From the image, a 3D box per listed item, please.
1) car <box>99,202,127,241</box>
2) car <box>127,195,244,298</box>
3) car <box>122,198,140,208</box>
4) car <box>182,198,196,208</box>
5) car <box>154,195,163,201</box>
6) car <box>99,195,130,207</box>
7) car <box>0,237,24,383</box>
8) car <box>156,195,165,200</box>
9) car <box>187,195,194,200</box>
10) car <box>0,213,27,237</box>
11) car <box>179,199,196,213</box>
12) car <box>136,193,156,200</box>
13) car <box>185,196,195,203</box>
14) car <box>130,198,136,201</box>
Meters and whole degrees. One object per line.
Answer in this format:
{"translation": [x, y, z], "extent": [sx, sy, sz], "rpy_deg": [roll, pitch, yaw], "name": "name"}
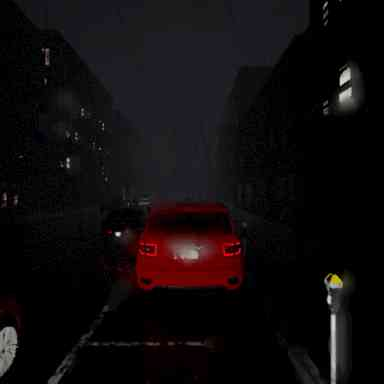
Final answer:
{"translation": [-3.129, 1.508, 16.582], "extent": [1.837, 1.490, 4.892], "rpy_deg": [0, 1, 0], "name": "car"}
{"translation": [-0.038, 1.229, 8.679], "extent": [2.150, 2.045, 5.566], "rpy_deg": [0, 0, 0], "name": "car"}
{"translation": [-8.834, 1.543, 48.430], "extent": [1.887, 1.381, 4.507], "rpy_deg": [0, 0, 0], "name": "car"}
{"translation": [-0.454, 1.543, 48.426], "extent": [1.887, 1.381, 4.507], "rpy_deg": [0, 0, 0], "name": "car"}
{"translation": [-8.834, 1.541, 87.882], "extent": [2.008, 1.369, 4.403], "rpy_deg": [0, 0, 0], "name": "car"}
{"translation": [-8.833, 1.314, 37.157], "extent": [2.192, 1.841, 5.009], "rpy_deg": [0, 0, 0], "name": "car"}
{"translation": [-3.146, 1.477, 2.348], "extent": [1.882, 1.535, 5.008], "rpy_deg": [0, 0, 0], "name": "car"}
{"translation": [-8.834, 1.539, 93.519], "extent": [2.008, 1.369, 4.403], "rpy_deg": [0, 0, 0], "name": "car"}
{"translation": [-0.452, 1.513, 93.685], "extent": [1.752, 1.417, 4.829], "rpy_deg": [0, 0, 0], "name": "car"}
{"translation": [-8.835, 1.583, 14.612], "extent": [1.802, 1.307, 4.206], "rpy_deg": [0, 0, 0], "name": "car"}
{"translation": [-0.454, 1.525, 37.323], "extent": [1.752, 1.417, 4.829], "rpy_deg": [0, 0, 0], "name": "car"}
{"translation": [-6.154, 1.224, 47.592], "extent": [2.150, 2.045, 5.566], "rpy_deg": [0, 0, 0], "name": "car"}
{"translation": [-0.453, 1.545, 70.970], "extent": [2.008, 1.369, 4.403], "rpy_deg": [0, 0, 0], "name": "car"}
{"translation": [-8.834, 1.439, 42.793], "extent": [1.967, 1.590, 4.097], "rpy_deg": [0, 0, 0], "name": "car"}
